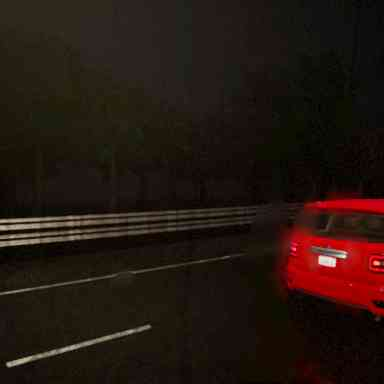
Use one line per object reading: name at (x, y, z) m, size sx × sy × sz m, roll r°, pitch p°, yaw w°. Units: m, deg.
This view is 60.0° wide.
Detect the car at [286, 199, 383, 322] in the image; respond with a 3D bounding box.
car at (4.327, 1.156, 6.828) m, size 5.566 × 2.045 × 2.150 m, roll -1°, pitch 1°, yaw -35°

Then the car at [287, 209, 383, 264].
car at (5.622, 1.436, 12.050) m, size 4.181 × 1.385 × 1.994 m, roll -1°, pitch 1°, yaw -35°
